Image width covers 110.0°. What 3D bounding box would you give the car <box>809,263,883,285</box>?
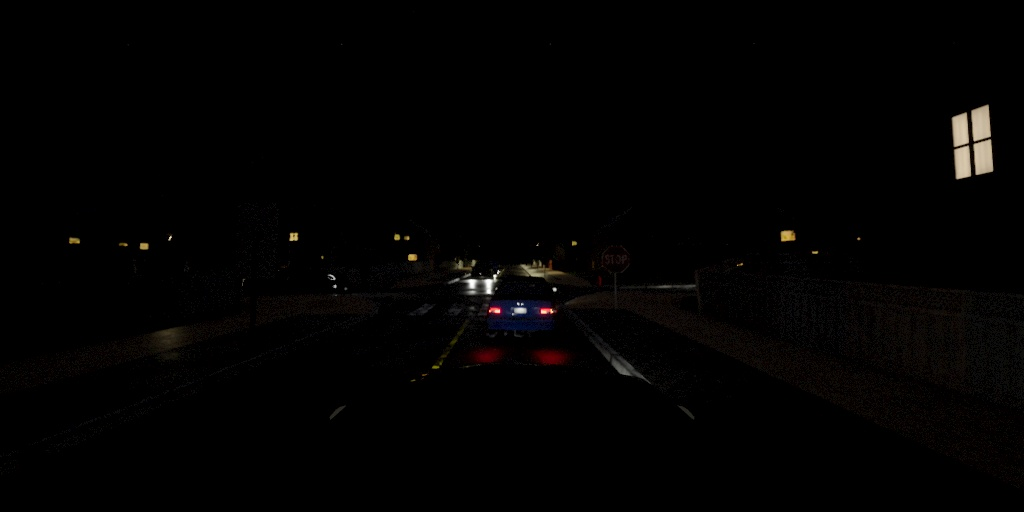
[{"bbox_3d":[24.788,1.295,26.626,4.892,1.490,1.837,0,-3,-19],"label":"car"}]

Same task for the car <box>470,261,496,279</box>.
[{"bbox_3d":[-2.801,1.349,34.148,1.837,1.490,4.892,0,0,0],"label":"car"}]

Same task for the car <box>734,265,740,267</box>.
[{"bbox_3d":[15.691,1.311,24.048,5.008,1.535,1.882,0,-3,-14],"label":"car"}]

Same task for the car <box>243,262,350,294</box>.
[{"bbox_3d":[-10.644,1.071,18.034,4.553,1.767,2.097,0,-3,-2],"label":"car"}]

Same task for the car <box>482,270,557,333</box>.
[{"bbox_3d":[0.378,1.314,10.781,2.033,1.411,5.357,0,0,4],"label":"car"}]

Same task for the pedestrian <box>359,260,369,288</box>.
[{"bbox_3d":[-9.784,1.159,23.647,0.375,1.860,0.375,0,-3,-1],"label":"pedestrian"}]

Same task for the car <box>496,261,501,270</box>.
[{"bbox_3d":[-2.776,1.368,44.344,1.882,1.535,5.008,0,0,0],"label":"car"}]

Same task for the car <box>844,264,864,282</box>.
[{"bbox_3d":[24.020,1.124,23.234,5.008,1.535,1.882,0,-3,-17],"label":"car"}]

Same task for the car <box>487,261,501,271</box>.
[{"bbox_3d":[-2.770,1.520,56.318,1.994,1.385,4.181,0,0,-1],"label":"car"}]
